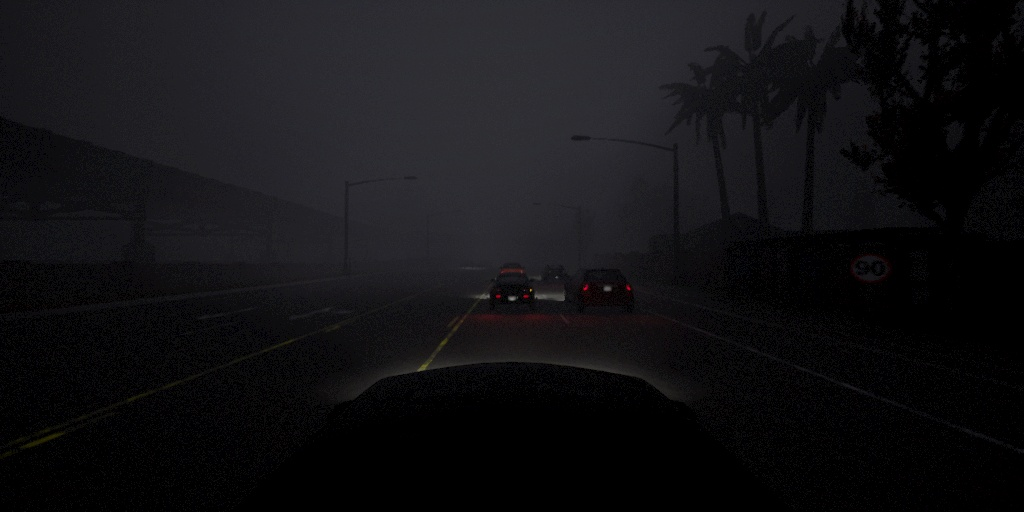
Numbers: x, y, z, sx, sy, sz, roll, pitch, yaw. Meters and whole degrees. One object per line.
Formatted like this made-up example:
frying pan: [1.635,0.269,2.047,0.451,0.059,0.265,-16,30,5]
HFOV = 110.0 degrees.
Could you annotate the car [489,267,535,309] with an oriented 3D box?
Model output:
car: [0.022,1.420,15.722,1.812,1.442,4.674,0,0,0]

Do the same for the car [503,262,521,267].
car: [0.023,1.310,30.263,2.097,1.767,4.553,0,0,0]

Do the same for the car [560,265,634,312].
car: [3.519,1.241,15.272,2.097,1.767,4.553,0,0,0]

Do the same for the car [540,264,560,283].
car: [3.522,1.449,30.320,2.128,1.511,4.902,0,0,0]
